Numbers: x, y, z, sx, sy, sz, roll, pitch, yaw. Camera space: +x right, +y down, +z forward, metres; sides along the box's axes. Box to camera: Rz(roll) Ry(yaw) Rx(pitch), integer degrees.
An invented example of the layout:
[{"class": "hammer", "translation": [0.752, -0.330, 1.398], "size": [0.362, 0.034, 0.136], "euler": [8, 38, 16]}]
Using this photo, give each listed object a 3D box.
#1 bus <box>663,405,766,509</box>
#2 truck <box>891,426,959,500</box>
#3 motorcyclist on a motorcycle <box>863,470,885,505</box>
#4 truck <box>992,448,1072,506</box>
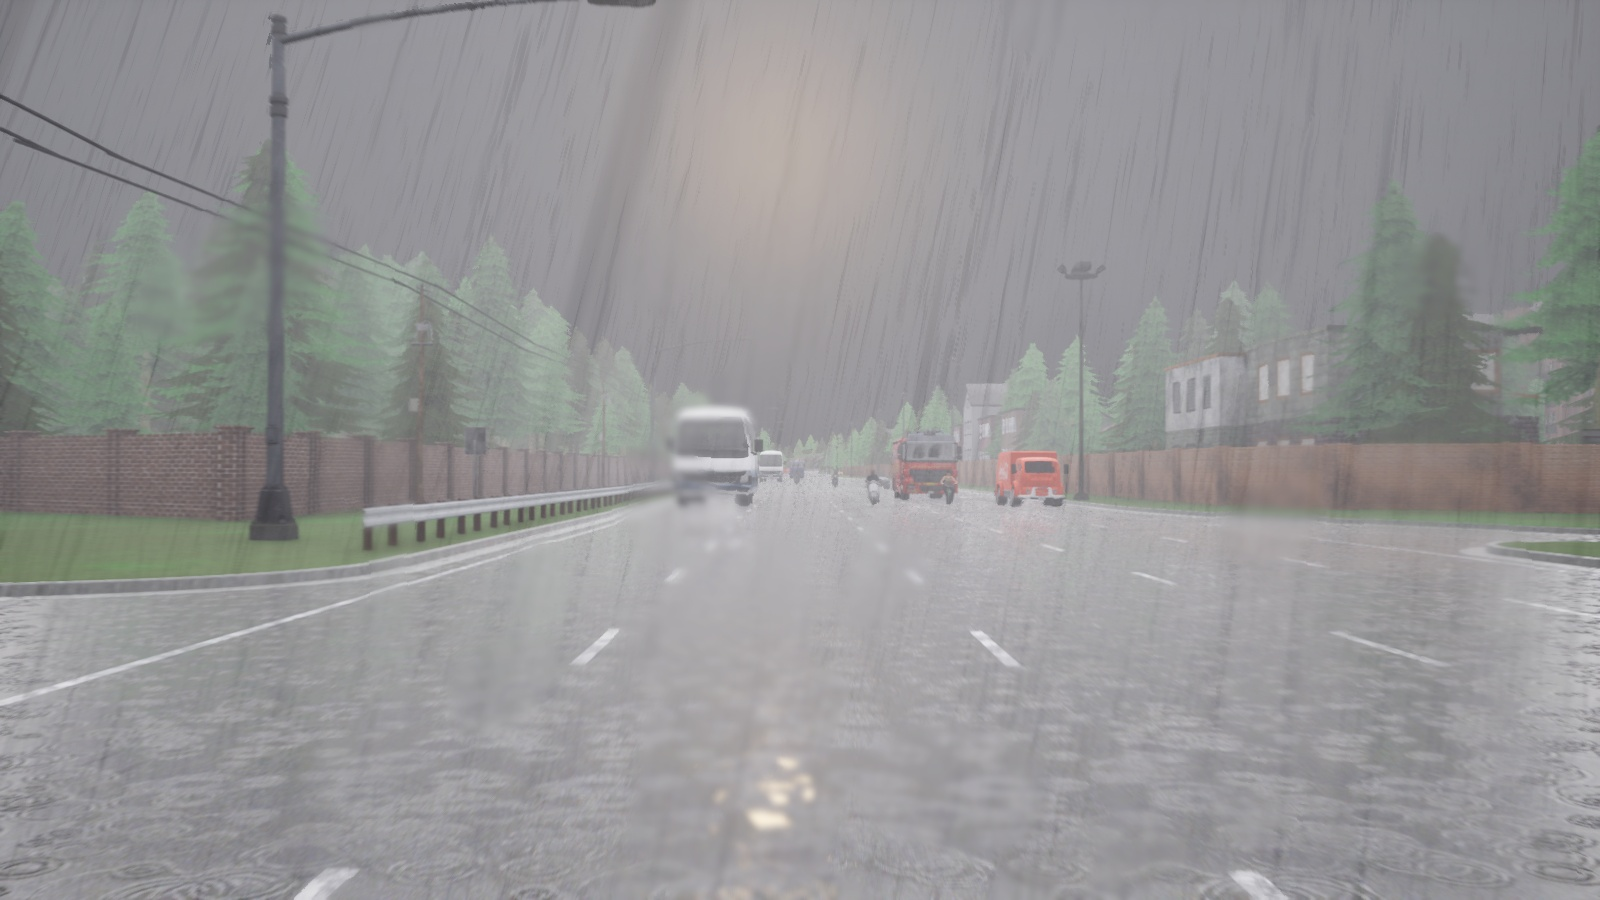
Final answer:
[{"class": "bus", "translation": [-3.642, 0.372, 56.379], "size": [3.944, 4.253, 10.273], "euler": [0, -1, 0]}, {"class": "truck", "translation": [6.827, 0.758, 69.637], "size": [2.891, 3.827, 8.468], "euler": [0, -1, 0]}, {"class": "motorcyclist on a motorcycle", "translation": [3.362, 1.688, 57.295], "size": [0.866, 1.590, 1.817], "euler": [0, -1, 0]}, {"class": "truck", "translation": [10.373, 1.209, 56.602], "size": [2.627, 2.467, 5.204], "euler": [0, -1, 0]}]
